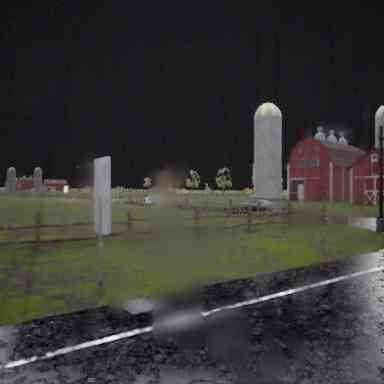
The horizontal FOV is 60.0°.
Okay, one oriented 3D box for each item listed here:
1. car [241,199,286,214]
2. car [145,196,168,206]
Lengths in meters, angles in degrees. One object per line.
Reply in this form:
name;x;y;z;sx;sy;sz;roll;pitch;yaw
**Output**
car;6.899;1.443;32.586;1.837;1.490;4.892;0;1;-36
car;-5.422;1.264;49.744;1.812;1.442;4.674;0;1;-36
